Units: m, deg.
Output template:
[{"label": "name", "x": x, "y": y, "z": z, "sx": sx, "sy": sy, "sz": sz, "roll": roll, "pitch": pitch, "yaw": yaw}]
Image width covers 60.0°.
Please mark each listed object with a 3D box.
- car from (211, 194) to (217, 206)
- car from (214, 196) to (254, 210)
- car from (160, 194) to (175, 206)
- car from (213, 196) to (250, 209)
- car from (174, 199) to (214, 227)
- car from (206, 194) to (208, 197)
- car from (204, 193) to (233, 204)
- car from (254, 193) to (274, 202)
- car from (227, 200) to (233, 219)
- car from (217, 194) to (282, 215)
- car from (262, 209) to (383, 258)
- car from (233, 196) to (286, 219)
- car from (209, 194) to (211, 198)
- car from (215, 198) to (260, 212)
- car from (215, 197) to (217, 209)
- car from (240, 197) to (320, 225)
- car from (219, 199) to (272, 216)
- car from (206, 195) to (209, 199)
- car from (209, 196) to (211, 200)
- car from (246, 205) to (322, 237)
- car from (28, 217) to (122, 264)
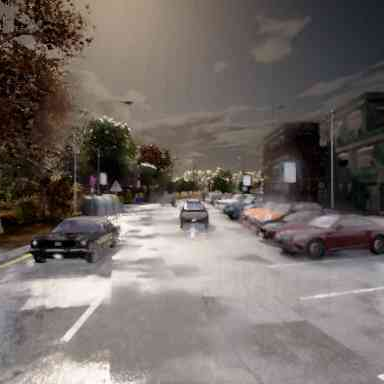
[{"label": "car", "x": 5.397, "y": 1.258, "z": 36.513, "sx": 5.566, "sy": 2.045, "sz": 2.435, "roll": 1, "pitch": 0, "yaw": -20}, {"label": "car", "x": 5.417, "y": 1.399, "z": 42.526, "sx": 4.553, "sy": 1.767, "sz": 2.185, "roll": 1, "pitch": 0, "yaw": -20}, {"label": "car", "x": -3.978, "y": 1.301, "z": 55.369, "sx": 2.150, "sy": 2.045, "sz": 5.566, "roll": 0, "pitch": 0, "yaw": 1}, {"label": "car", "x": 5.430, "y": 1.408, "z": 45.528, "sx": 4.553, "sy": 1.767, "sz": 2.185, "roll": 1, "pitch": 0, "yaw": -20}, {"label": "car", "x": 0.137, "y": 1.494, "z": 22.655, "sx": 2.128, "sy": 1.511, "sz": 4.902, "roll": 0, "pitch": 0, "yaw": 0}, {"label": "car", "x": 5.335, "y": 1.590, "z": 63.492, "sx": 5.366, "sy": 1.575, "sz": 1.946, "roll": 1, "pitch": 0, "yaw": -20}, {"label": "car", "x": 5.535, "y": 1.366, "z": 69.585, "sx": 5.566, "sy": 2.045, "sz": 2.435, "roll": 1, "pitch": 0, "yaw": -20}, {"label": "car", "x": 18.531, "y": 1.433, "z": 85.553, "sx": 2.435, "sy": 2.045, "sz": 5.566, "roll": 0, "pitch": 0, "yaw": -21}, {"label": "car", "x": 5.360, "y": 1.530, "z": 24.518, "sx": 4.674, "sy": 1.452, "sz": 2.002, "roll": 1, "pitch": 0, "yaw": -20}, {"label": "car", "x": 5.367, "y": 1.242, "z": 27.496, "sx": 5.566, "sy": 2.045, "sz": 2.435, "roll": 1, "pitch": 0, "yaw": -20}, {"label": "car", "x": 5.322, "y": 1.523, "z": 12.508, "sx": 4.674, "sy": 1.452, "sz": 2.002, "roll": 1, "pitch": 0, "yaw": -20}, {"label": "car", "x": 5.383, "y": 1.362, "z": 21.521, "sx": 4.553, "sy": 1.767, "sz": 2.185, "roll": 1, "pitch": 0, "yaw": -20}, {"label": "car", "x": 5.518, "y": 1.428, "z": 51.544, "sx": 4.553, "sy": 1.767, "sz": 2.185, "roll": 1, "pitch": 0, "yaw": -20}, {"label": "car", "x": 5.409, "y": 1.546, "z": 39.512, "sx": 4.792, "sy": 1.488, "sz": 2.163, "roll": 1, "pitch": 0, "yaw": -20}, {"label": "car", "x": 5.217, "y": 1.492, "z": 30.454, "sx": 5.366, "sy": 1.575, "sz": 1.946, "roll": 1, "pitch": 0, "yaw": -20}, {"label": "car", "x": 5.371, "y": 1.360, "z": 18.520, "sx": 4.553, "sy": 1.767, "sz": 2.185, "roll": 1, "pitch": 0, "yaw": -20}, {"label": "car", "x": 5.377, "y": 1.533, "z": 33.511, "sx": 4.792, "sy": 1.488, "sz": 2.163, "roll": 1, "pitch": 0, "yaw": -20}, {"label": "car", "x": 5.486, "y": 1.564, "z": 54.547, "sx": 5.008, "sy": 1.535, "sz": 2.097, "roll": 1, "pitch": 0, "yaw": -20}, {"label": "car", "x": 5.474, "y": 1.584, "z": 48.536, "sx": 4.674, "sy": 1.452, "sz": 2.002, "roll": 1, "pitch": 0, "yaw": -20}, {"label": "car", "x": 5.301, "y": 1.513, "z": 15.500, "sx": 4.792, "sy": 1.488, "sz": 2.163, "roll": 1, "pitch": 0, "yaw": -20}, {"label": "car", "x": -3.940, "y": 1.598, "z": 12.004, "sx": 1.895, "sy": 1.301, "sz": 4.718, "roll": 0, "pitch": 0, "yaw": 0}]
